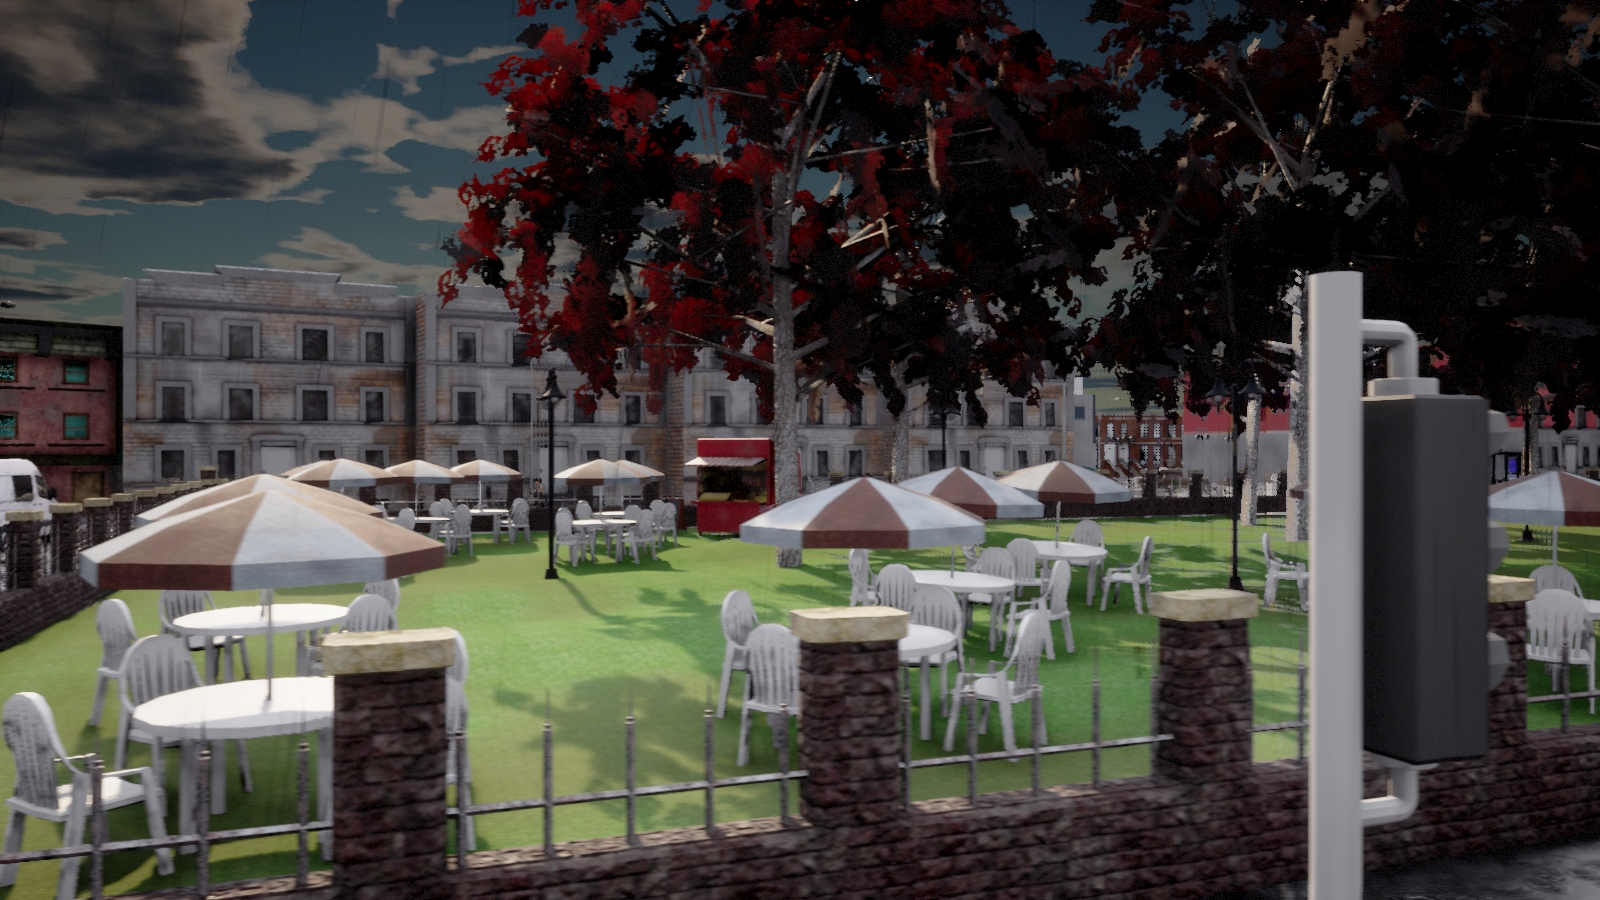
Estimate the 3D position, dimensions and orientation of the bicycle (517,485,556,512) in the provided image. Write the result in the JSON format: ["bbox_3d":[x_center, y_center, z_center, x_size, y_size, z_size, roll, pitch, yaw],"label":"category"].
[{"bbox_3d":[-11.071,2.036,47.938,1.487,1.080,0.859,0,0,-20],"label":"bicycle"}]

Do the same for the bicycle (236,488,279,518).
[{"bbox_3d":[-20.978,2.037,44.241,1.487,1.080,0.859,0,1,-24],"label":"bicycle"}]

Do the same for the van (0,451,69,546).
[{"bbox_3d":[-23.216,1.316,32.837,1.988,2.561,5.915,-1,0,-15],"label":"van"}]
